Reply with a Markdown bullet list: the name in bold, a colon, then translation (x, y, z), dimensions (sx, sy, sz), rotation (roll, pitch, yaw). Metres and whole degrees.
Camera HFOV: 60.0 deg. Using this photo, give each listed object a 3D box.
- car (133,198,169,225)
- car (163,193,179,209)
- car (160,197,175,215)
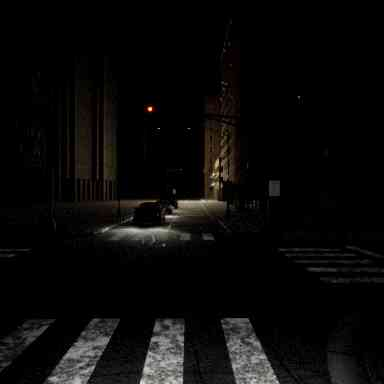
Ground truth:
- **car**: translation (-3.053, 1.479, 24.448), dimensions (1.882, 1.535, 5.008), rotation (0, 0, 0)
- **car**: translation (-3.001, 1.222, 45.122), dimensions (2.150, 2.045, 5.566), rotation (0, 0, 1)
- **car**: translation (-3.036, 1.527, 34.412), dimensions (1.812, 1.442, 4.674), rotation (0, 0, 0)
